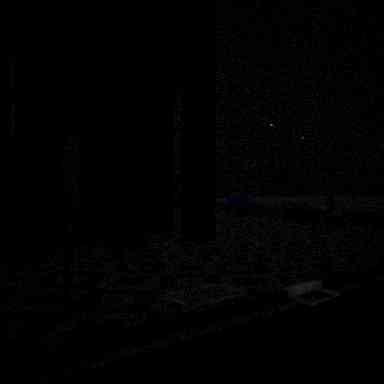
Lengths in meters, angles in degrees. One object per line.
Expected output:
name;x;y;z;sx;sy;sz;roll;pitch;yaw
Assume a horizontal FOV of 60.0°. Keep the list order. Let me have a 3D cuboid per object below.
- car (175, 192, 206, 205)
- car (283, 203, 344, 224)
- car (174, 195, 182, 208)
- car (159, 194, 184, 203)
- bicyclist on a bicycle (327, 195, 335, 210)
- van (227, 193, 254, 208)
car;-0.277;0.903;51.036;2.192;1.841;5.009;1;0;-35
car;8.625;1.465;23.871;2.008;1.369;4.403;1;0;-35
car;-0.885;1.236;37.203;1.887;1.381;4.507;1;0;-35
car;-3.453;1.072;55.481;2.008;1.369;4.403;1;0;-35
bicyclist on a bicycle;14.651;1.183;35.201;1.656;1.620;0.582;0;1;-36
van;6.064;1.068;42.147;1.690;1.788;3.998;1;0;-35
